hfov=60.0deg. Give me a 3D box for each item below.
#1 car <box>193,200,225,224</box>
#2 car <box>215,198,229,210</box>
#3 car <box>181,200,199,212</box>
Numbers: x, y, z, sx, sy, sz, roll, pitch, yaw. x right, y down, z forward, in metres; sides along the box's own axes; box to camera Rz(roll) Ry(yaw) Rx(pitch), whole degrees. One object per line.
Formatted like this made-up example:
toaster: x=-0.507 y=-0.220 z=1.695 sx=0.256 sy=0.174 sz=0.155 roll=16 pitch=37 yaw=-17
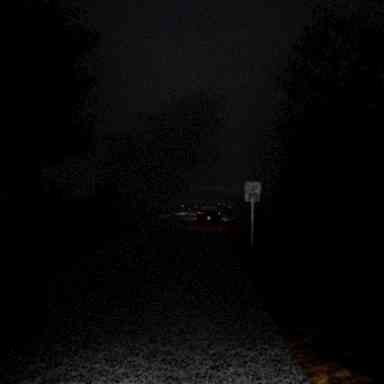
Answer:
car: x=1.393 y=1.621 z=25.370 sx=1.812 sy=1.442 sz=4.674 roll=0 pitch=0 yaw=5
car: x=3.702 y=1.465 z=42.742 sx=2.033 sy=1.411 sz=5.357 roll=1 pitch=1 yaw=10
car: x=0.035 y=1.577 z=38.279 sx=1.895 sy=1.301 sz=4.718 roll=2 pitch=1 yaw=9
